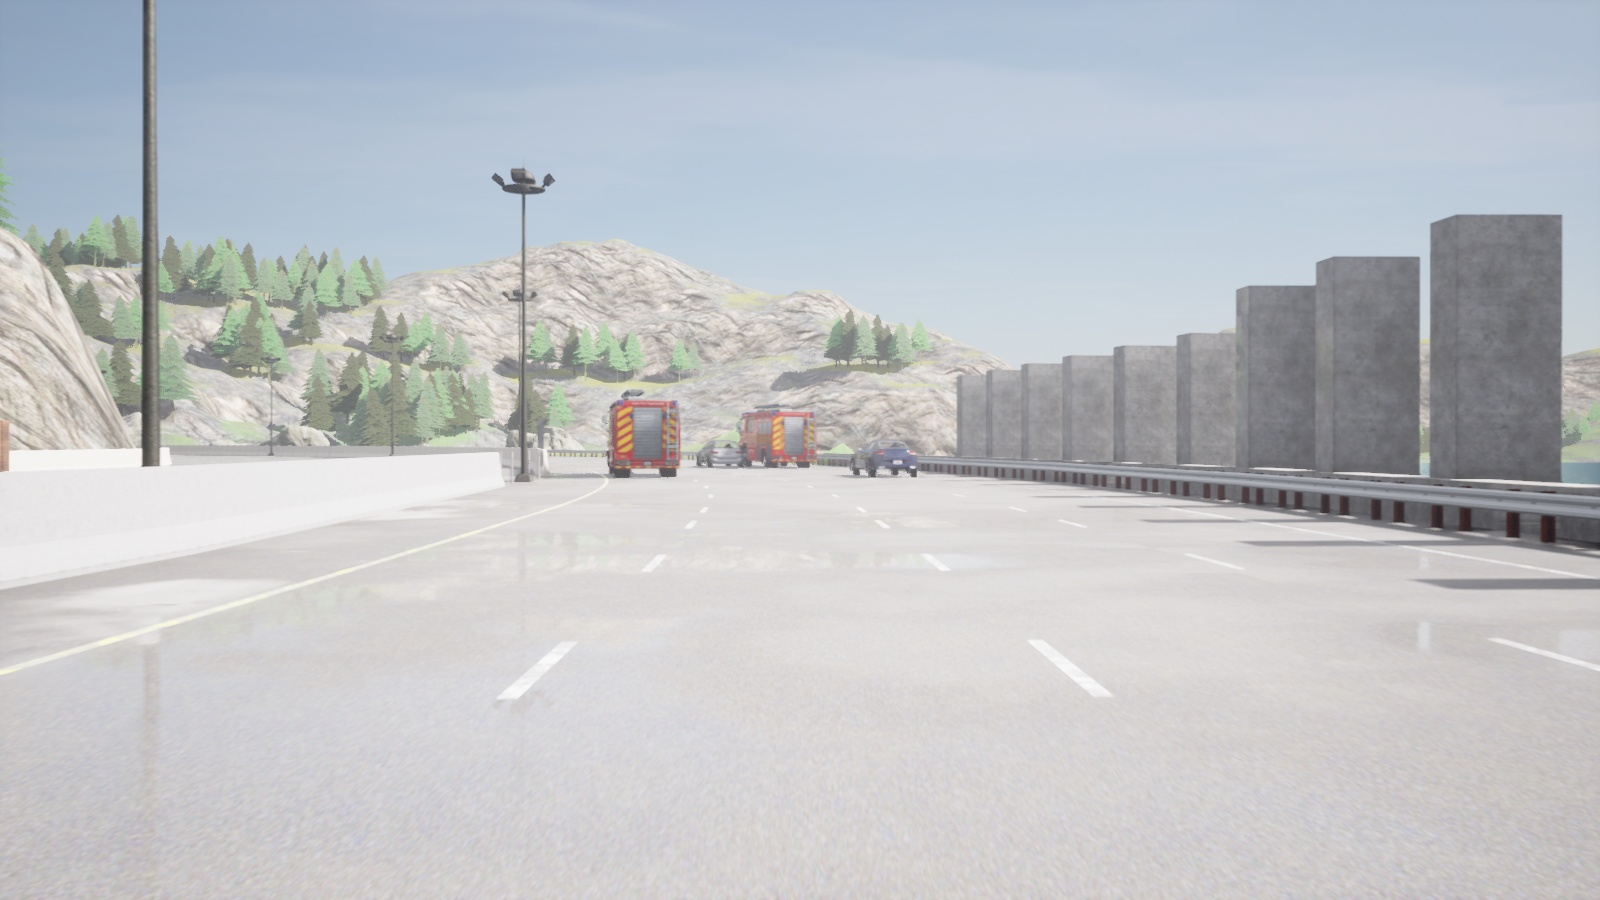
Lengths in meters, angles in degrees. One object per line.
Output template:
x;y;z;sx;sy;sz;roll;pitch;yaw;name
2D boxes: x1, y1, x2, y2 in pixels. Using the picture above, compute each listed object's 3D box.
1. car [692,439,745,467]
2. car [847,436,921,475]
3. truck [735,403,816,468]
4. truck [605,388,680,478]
-5.062;0.149;77.620;2.242;1.667;4.611;0;0;-17;car
3.692;0.212;56.030;2.152;1.651;5.027;0;0;-10;car
-1.641;-0.861;78.391;2.891;3.827;8.468;0;0;-16;truck
-7.429;-0.753;58.402;2.891;3.827;8.468;0;0;-11;truck
